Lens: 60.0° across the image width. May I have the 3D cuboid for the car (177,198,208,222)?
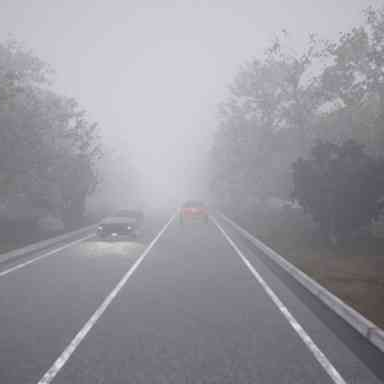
[{"bbox_3d":[0.146,1.385,26.432,2.097,1.767,4.553,0,0,0],"label":"car"}]

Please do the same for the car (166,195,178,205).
[{"bbox_3d":[-3.435,1.366,58.316,2.097,1.767,4.553,0,0,1],"label":"car"}]

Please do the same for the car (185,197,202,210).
[{"bbox_3d":[0.181,1.536,45.498,2.128,1.511,4.902,0,0,0],"label":"car"}]

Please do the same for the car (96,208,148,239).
[{"bbox_3d":[-3.551,1.568,17.881,2.033,1.411,5.357,0,0,0],"label":"car"}]
